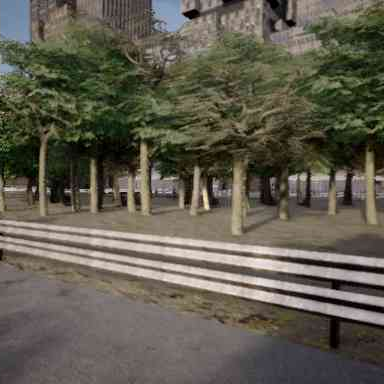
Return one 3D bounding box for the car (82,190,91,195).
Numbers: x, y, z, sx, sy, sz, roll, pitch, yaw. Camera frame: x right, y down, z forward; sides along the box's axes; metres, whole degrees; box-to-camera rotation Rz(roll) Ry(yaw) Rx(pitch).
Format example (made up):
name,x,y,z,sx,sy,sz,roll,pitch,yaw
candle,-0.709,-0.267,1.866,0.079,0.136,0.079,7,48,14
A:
name,x,y,z,sx,sy,sz,roll,pitch,yaw
car,-20.616,-0.200,68.857,5.366,1.575,1.801,1,1,5
